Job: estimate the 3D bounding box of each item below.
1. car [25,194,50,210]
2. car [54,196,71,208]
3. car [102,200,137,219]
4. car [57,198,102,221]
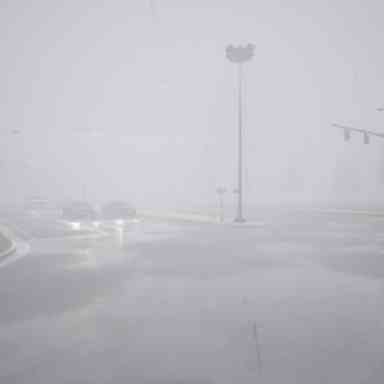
[{"bbox_3d":[-19.824,1.317,42.547,2.150,2.045,5.566,0,0,-35],"label":"car"},{"bbox_3d":[-16.995,1.389,44.609,2.097,1.767,4.553,0,0,-35],"label":"car"},{"bbox_3d":[-6.553,1.488,29.591,1.837,1.490,4.892,0,0,-35],"label":"car"},{"bbox_3d":[-9.390,1.493,27.540,1.837,1.490,4.892,0,0,-35],"label":"car"}]
